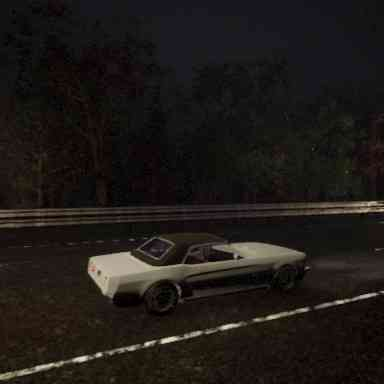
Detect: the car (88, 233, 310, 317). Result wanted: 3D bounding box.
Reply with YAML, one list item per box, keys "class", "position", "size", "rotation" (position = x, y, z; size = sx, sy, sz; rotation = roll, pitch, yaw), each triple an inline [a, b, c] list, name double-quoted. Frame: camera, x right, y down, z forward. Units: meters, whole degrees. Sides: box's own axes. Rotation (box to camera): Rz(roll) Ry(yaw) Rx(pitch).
- class: "car"
  position: [0.289, 1.582, 7.315]
  size: [4.718, 1.301, 1.895]
  rotation: [0, 0, -27]
